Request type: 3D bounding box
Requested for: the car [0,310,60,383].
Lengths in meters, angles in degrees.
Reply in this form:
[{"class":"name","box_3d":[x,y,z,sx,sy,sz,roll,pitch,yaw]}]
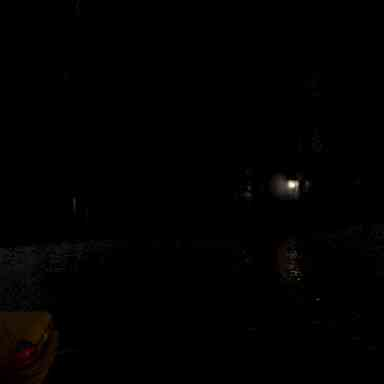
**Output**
[{"class":"car","box_3d":[-4.143,1.871,3.806,4.829,1.417,1.752,-1,-3,-13]}]
